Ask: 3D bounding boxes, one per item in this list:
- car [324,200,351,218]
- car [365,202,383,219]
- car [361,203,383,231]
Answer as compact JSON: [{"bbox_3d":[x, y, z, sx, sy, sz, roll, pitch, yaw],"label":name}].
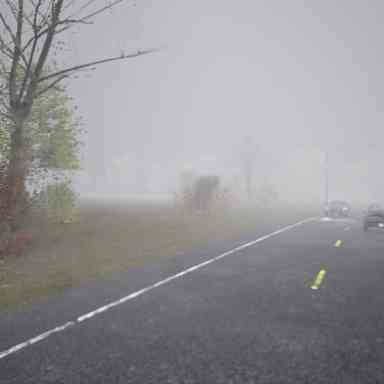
[{"bbox_3d":[14.606,1.581,33.240,2.097,1.767,4.553,0,0,30],"label":"car"},{"bbox_3d":[18.403,1.779,32.891,2.033,1.411,5.357,0,0,31],"label":"car"},{"bbox_3d":[11.864,1.641,20.940,1.837,1.490,4.892,0,0,29],"label":"car"}]
